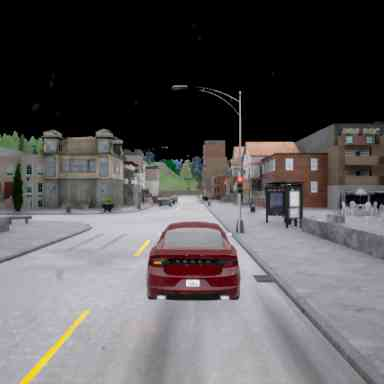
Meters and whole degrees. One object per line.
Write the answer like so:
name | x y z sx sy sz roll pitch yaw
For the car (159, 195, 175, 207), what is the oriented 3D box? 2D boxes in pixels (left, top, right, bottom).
car | -4.108 1.505 51.988 1.837 1.490 4.892 0 0 0

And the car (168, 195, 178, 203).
car | -4.011 1.500 71.661 1.837 1.490 4.892 0 0 0

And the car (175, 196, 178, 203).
car | -4.069 1.601 61.321 1.895 1.301 4.718 0 0 0

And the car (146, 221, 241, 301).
car | 0.049 1.478 8.416 1.882 1.535 5.008 0 0 1
